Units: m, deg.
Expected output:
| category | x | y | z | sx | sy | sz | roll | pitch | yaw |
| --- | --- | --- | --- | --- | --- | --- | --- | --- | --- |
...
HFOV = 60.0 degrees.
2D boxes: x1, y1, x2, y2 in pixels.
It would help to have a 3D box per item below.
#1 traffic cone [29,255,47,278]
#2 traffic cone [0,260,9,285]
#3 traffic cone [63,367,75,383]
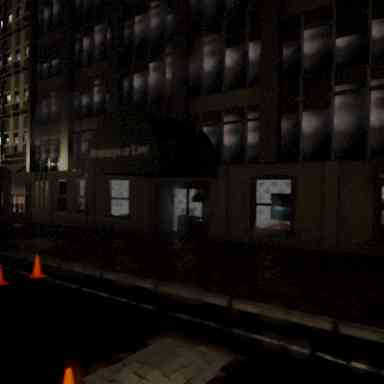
| category | x | y | z | sx | sy | sz | roll | pitch | yaw |
| --- | --- | --- | --- | --- | --- | --- | --- | --- | --- |
| traffic cone | -4.247 | 2.026 | 9.161 | 0.340 | 0.580 | 0.340 | 0 | -1 | 36 |
| traffic cone | -4.839 | 2.014 | 8.355 | 0.340 | 0.580 | 0.340 | 0 | -1 | 36 |
| traffic cone | -1.184 | 1.984 | 3.194 | 0.340 | 0.580 | 0.340 | 0 | -1 | 36 |
